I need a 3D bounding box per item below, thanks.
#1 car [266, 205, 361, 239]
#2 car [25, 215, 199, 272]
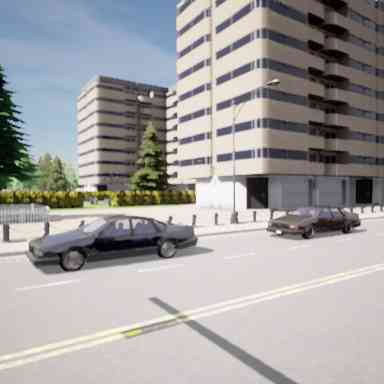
[{"bbox_3d":[6.119,1.381,16.357,5.357,1.411,2.033,-1,1,-33],"label":"car"},{"bbox_3d":[-2.378,1.486,10.809,5.357,1.411,2.033,-1,0,-33],"label":"car"}]
